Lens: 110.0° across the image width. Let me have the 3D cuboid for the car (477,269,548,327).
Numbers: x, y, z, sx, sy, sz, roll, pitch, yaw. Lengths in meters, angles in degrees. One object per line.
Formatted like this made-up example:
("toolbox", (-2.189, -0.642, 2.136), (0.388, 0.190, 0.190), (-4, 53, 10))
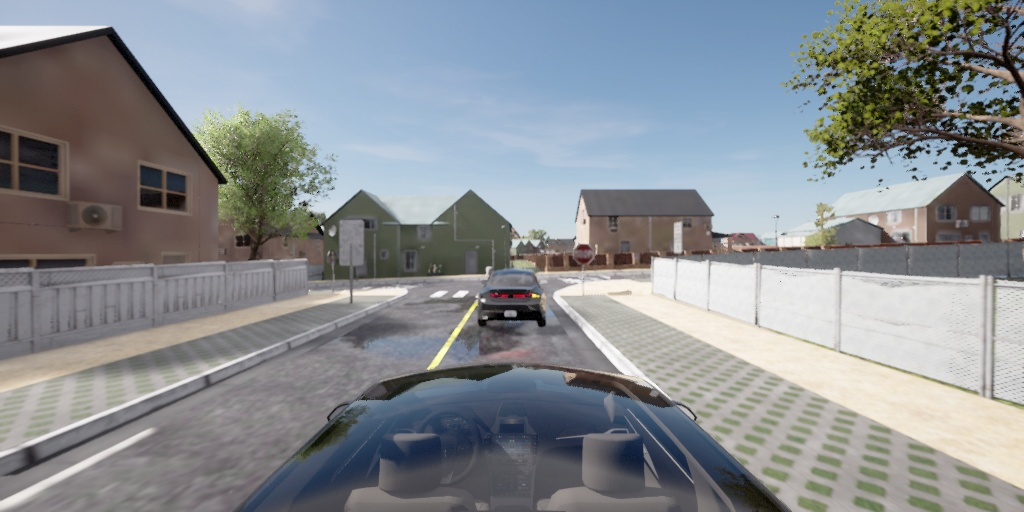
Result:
("car", (0.052, 1.140, 11.132), (1.837, 1.490, 4.892), (0, 1, 2))
